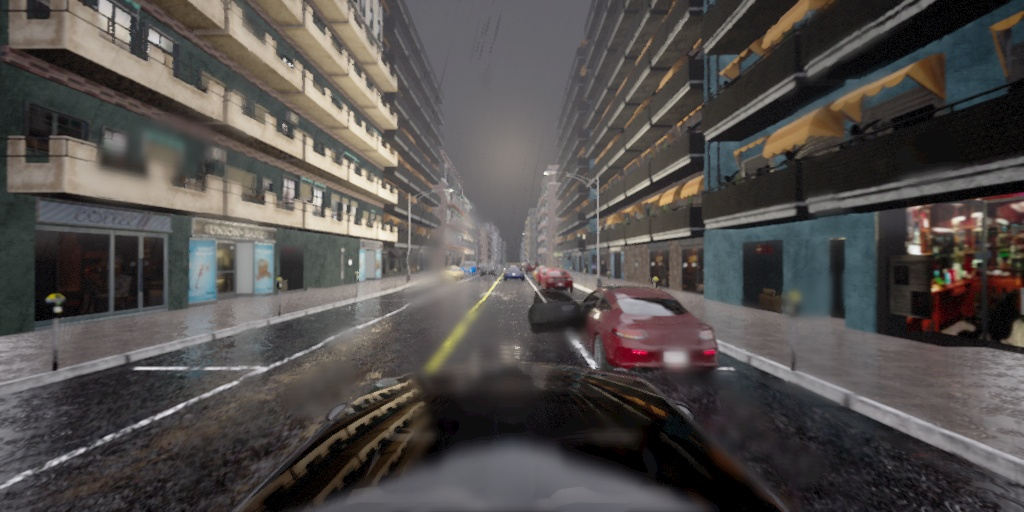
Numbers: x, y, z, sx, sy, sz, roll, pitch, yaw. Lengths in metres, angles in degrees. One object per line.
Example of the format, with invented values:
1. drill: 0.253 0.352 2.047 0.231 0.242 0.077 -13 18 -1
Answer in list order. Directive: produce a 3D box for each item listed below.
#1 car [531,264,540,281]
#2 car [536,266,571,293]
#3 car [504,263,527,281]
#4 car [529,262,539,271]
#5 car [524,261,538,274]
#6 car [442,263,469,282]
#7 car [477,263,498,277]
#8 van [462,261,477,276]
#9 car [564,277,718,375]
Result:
1. car: 2.814 1.578 28.497 1.888 1.381 4.507 0 0 0
2. car: 2.789 1.517 22.832 1.888 1.381 4.507 0 0 0
3. car: 0.225 1.680 35.567 1.994 1.385 4.181 0 -1 1
4. car: 2.839 1.622 34.324 1.751 1.417 4.829 0 0 0
5. car: 2.912 1.617 51.136 2.192 1.841 5.009 0 0 0
6. car: -5.543 1.636 34.044 1.751 1.417 4.829 0 0 0
7. car: -2.835 1.731 44.112 1.837 1.490 4.892 0 -1 1
8. van: -5.493 1.586 45.536 1.690 1.789 3.998 0 0 0
9. car: 2.384 1.333 7.483 1.812 1.442 4.674 0 -1 0
